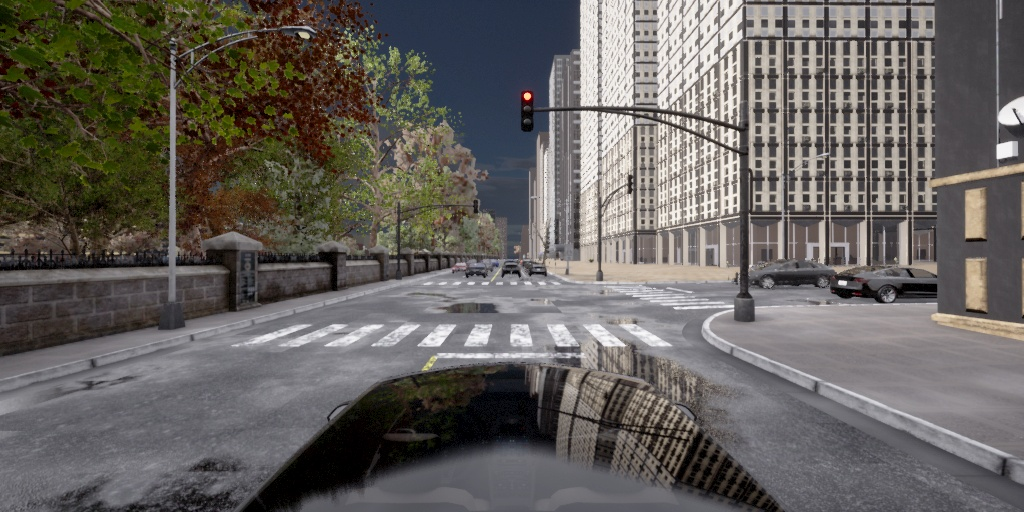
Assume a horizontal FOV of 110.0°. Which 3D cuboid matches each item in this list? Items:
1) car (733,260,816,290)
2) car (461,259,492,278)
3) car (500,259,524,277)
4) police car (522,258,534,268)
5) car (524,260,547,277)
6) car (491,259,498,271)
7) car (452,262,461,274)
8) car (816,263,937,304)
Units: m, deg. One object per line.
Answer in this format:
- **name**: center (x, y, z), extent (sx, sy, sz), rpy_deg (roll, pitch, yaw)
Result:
- **car**: center (14.670, 0.988, 19.423), extent (4.892, 1.490, 1.837), rpy_deg (-1, 0, -1)
- **car**: center (-3.266, 1.311, 34.174), extent (2.033, 1.411, 5.357), rpy_deg (0, 0, 0)
- **car**: center (-0.075, 1.270, 36.265), extent (1.837, 1.490, 4.892), rpy_deg (0, 0, 0)
- **police car**: center (2.807, 1.218, 64.571), extent (1.930, 1.638, 5.238), rpy_deg (0, 0, 0)
- **car**: center (2.512, 1.330, 36.147), extent (1.948, 1.339, 4.313), rpy_deg (0, 0, 0)
- **car**: center (-3.323, 1.264, 45.462), extent (2.128, 1.511, 4.902), rpy_deg (0, 0, 0)
- **car**: center (-5.898, 1.351, 41.735), extent (1.802, 1.307, 4.207), rpy_deg (0, 0, 0)
- **car**: center (14.627, 1.026, 13.628), extent (4.313, 1.339, 1.948), rpy_deg (0, 0, -1)
